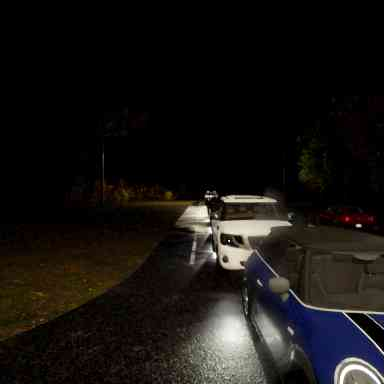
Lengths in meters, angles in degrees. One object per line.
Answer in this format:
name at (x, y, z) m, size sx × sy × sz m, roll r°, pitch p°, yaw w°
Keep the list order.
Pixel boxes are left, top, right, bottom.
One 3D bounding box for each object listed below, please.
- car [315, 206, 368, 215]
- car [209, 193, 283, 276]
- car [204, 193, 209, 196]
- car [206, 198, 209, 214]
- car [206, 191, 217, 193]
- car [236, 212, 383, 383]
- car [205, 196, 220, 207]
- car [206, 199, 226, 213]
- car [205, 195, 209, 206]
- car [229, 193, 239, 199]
car at (9.024, 1.492, 20.072) m, size 1.895 × 1.301 × 4.718 m, roll 0°, pitch 0°, yaw 2°
car at (1.772, 1.160, 10.449) m, size 2.150 × 2.045 × 5.566 m, roll 0°, pitch 0°, yaw 1°
car at (2.709, 1.275, 41.539) m, size 2.128 × 1.511 × 4.902 m, roll 0°, pitch 0°, yaw 2°
car at (2.139, 1.380, 23.034) m, size 1.837 × 1.490 × 4.892 m, roll 0°, pitch 0°, yaw 2°
car at (3.166, 0.938, 54.378) m, size 2.150 × 2.045 × 5.566 m, roll 0°, pitch 0°, yaw 3°
car at (1.943, 1.338, 4.101) m, size 2.097 × 1.767 × 4.553 m, roll 0°, pitch 0°, yaw 0°
car at (2.937, 1.314, 47.946) m, size 1.994 × 1.385 × 4.181 m, roll 0°, pitch 0°, yaw 3°
car at (2.511, 1.415, 35.374) m, size 1.895 × 1.301 × 4.718 m, roll 0°, pitch 0°, yaw 2°
car at (2.326, 1.322, 29.287) m, size 1.882 × 1.535 × 5.008 m, roll 0°, pitch 0°, yaw 2°
car at (11.105, 1.067, 88.363) m, size 2.033 × 1.411 × 5.357 m, roll 0°, pitch 0°, yaw 2°
